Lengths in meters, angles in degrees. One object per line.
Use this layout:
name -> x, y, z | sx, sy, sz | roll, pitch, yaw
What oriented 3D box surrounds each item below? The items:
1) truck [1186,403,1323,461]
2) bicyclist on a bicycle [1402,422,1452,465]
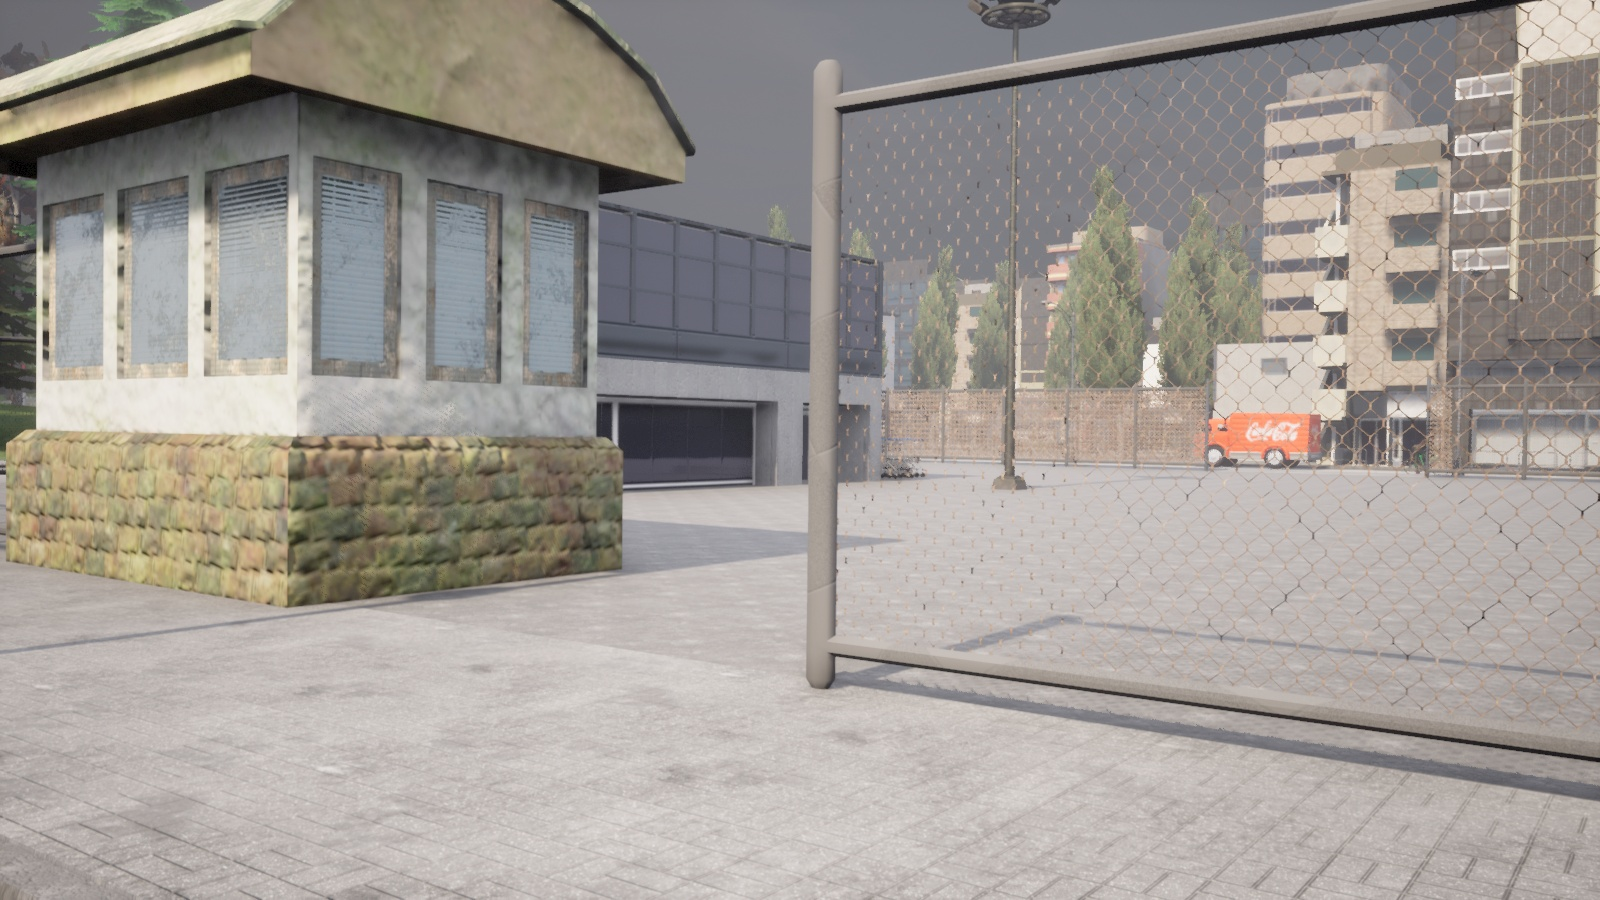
truck -> 20.212, -0.793, 55.877 | 5.204, 2.467, 2.627 | 0, 1, 36
bicyclist on a bicycle -> 24.039, -0.246, 48.154 | 1.656, 1.620, 0.582 | 1, 1, 36
